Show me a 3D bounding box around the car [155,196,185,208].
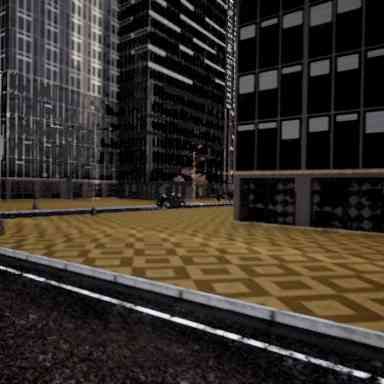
[{"bbox_3d":[-2.863,1.304,45.004,1.837,1.490,4.892,1,0,37],"label":"car"}]

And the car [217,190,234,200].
[{"bbox_3d":[6.435,0.711,57.312,2.150,2.045,5.566,1,1,37],"label":"car"}]
